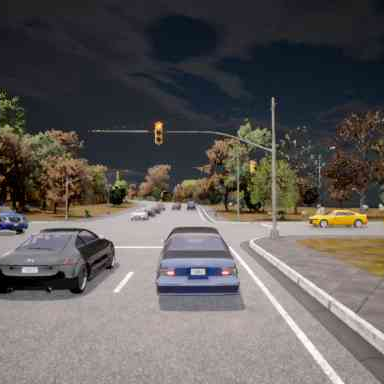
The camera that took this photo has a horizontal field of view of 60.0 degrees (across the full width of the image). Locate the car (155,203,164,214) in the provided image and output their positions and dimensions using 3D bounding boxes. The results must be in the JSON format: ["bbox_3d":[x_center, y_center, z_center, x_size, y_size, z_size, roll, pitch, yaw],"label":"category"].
[{"bbox_3d":[-7.194,3.535,65.045,2.033,1.411,5.357,0,0,0],"label":"car"}]

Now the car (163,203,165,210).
[{"bbox_3d":[-7.181,3.328,75.209,2.097,1.767,4.553,0,0,0],"label":"car"}]

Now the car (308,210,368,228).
[{"bbox_3d":[12.970,2.368,29.698,5.008,1.535,1.882,0,-3,-2],"label":"car"}]

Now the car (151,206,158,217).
[{"bbox_3d":[-7.222,3.470,55.298,1.895,1.301,4.718,0,-1,0],"label":"car"}]

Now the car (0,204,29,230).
[{"bbox_3d":[-13.150,1.750,21.804,5.566,2.045,2.150,-2,-4,30],"label":"car"}]

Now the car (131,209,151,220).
[{"bbox_3d":[-7.217,3.146,46.279,1.812,1.442,4.674,0,-2,0],"label":"car"}]

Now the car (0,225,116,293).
[{"bbox_3d":[-3.443,1.665,9.081,1.994,1.385,4.181,0,-1,0],"label":"car"}]

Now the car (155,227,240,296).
[{"bbox_3d":[0.070,1.647,8.971,2.033,1.411,5.357,0,-1,-1],"label":"car"}]

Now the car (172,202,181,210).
[{"bbox_3d":[-3.689,3.486,78.314,1.812,1.442,4.674,0,0,0],"label":"car"}]

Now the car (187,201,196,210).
[{"bbox_3d":[-0.187,3.311,77.853,2.097,1.767,4.553,0,0,0],"label":"car"}]

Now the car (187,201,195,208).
[{"bbox_3d":[-0.307,3.243,88.032,1.882,1.535,5.008,0,0,-4],"label":"car"}]

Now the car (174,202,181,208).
[{"bbox_3d":[-3.830,3.428,88.290,1.837,1.490,4.892,0,0,-4],"label":"car"}]
